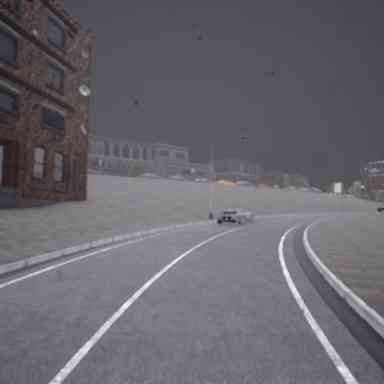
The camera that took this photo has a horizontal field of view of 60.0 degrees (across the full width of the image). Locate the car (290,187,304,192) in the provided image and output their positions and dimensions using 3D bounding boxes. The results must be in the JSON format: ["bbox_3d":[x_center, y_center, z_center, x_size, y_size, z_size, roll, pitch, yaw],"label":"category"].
[{"bbox_3d":[24.002,-0.416,80.141,4.892,1.521,2.231,4,-6,-40],"label":"car"}]

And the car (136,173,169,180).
[{"bbox_3d":[-7.149,-2.400,57.136,4.892,1.521,2.231,3,-5,-33],"label":"car"}]

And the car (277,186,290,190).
[{"bbox_3d":[19.860,-0.679,76.653,4.674,1.452,2.002,4,-6,-39],"label":"car"}]

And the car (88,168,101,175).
[{"bbox_3d":[-16.336,-2.981,51.221,4.553,1.767,2.185,3,-5,-33],"label":"car"}]

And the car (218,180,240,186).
[{"bbox_3d":[6.606,-1.609,66.421,5.008,1.535,2.097,4,-5,-35],"label":"car"}]

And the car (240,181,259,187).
[{"bbox_3d":[11.047,-1.448,69.705,4.553,1.767,2.185,4,-5,-36],"label":"car"}]

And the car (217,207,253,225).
[{"bbox_3d":[3.606,1.946,27.508,1.994,1.385,4.181,-2,-2,28],"label":"car"}]

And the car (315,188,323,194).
[{"bbox_3d":[32.361,0.038,87.654,5.566,2.045,2.435,5,-6,-42],"label":"car"}]

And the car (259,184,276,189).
[{"bbox_3d":[15.568,-0.989,73.196,4.792,1.488,2.163,4,-6,-38],"label":"car"}]

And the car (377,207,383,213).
[{"bbox_3d":[33.318,2.858,56.175,4.718,1.301,1.895,2,-4,-31],"label":"car"}]

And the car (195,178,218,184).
[{"bbox_3d":[2.077,-1.849,63.224,4.674,1.452,2.002,3,-5,-34],"label":"car"}]

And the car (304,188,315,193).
[{"bbox_3d":[28.225,-0.202,83.869,4.553,1.767,2.185,5,-6,-41],"label":"car"}]

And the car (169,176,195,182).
[{"bbox_3d":[-2.519,-2.157,60.131,4.892,1.521,2.231,3,-5,-33],"label":"car"}]
